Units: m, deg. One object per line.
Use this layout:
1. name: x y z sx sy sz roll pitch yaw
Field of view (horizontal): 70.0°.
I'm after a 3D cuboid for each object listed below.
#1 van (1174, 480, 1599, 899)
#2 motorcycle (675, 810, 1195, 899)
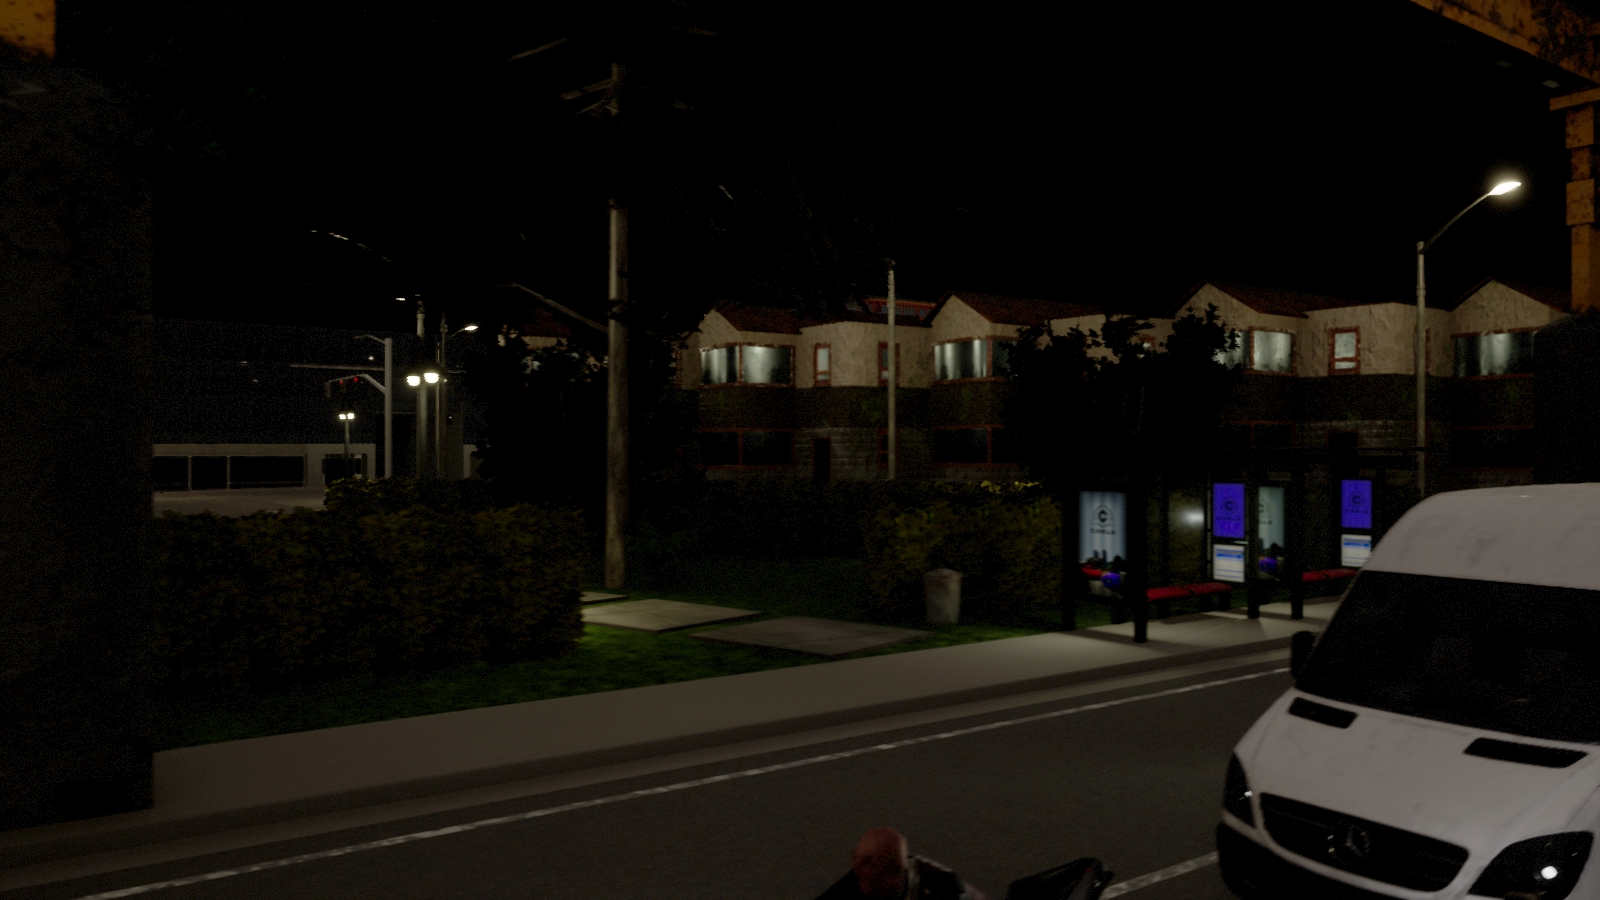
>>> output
1. van: 5.110 1.535 7.339 5.915 2.561 1.988 0 0 -35
2. motorcycle: 0.330 2.204 4.011 2.209 1.254 0.867 0 0 -35
